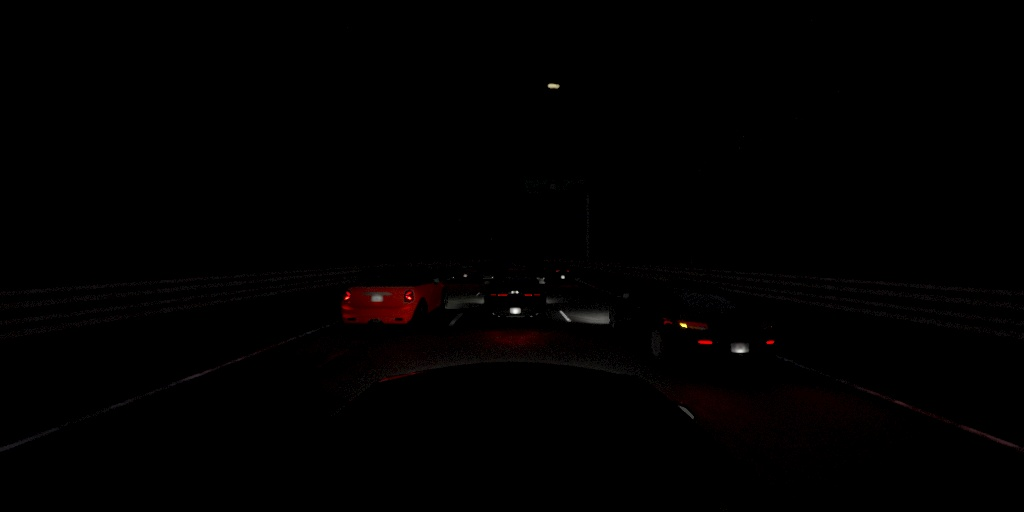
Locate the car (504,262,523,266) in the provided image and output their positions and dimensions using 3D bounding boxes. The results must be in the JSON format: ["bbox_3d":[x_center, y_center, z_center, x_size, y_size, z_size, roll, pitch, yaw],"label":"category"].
[{"bbox_3d":[0.090,1.200,29.047,1.882,1.535,5.008,0,0,0],"label":"car"}]

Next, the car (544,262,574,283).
[{"bbox_3d":[3.589,1.229,27.653,1.837,1.490,4.892,0,0,0],"label":"car"}]

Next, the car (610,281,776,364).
[{"bbox_3d":[3.588,1.267,7.938,1.812,1.442,4.674,0,0,0],"label":"car"}]

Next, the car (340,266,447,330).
[{"bbox_3d":[-3.407,1.090,11.191,2.097,1.767,4.553,0,0,0],"label":"car"}]

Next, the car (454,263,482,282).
[{"bbox_3d":[-3.410,1.249,28.522,1.812,1.442,4.674,0,0,0],"label":"car"}]

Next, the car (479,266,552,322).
[{"bbox_3d":[0.094,1.241,12.171,1.837,1.490,4.892,0,0,0],"label":"car"}]
